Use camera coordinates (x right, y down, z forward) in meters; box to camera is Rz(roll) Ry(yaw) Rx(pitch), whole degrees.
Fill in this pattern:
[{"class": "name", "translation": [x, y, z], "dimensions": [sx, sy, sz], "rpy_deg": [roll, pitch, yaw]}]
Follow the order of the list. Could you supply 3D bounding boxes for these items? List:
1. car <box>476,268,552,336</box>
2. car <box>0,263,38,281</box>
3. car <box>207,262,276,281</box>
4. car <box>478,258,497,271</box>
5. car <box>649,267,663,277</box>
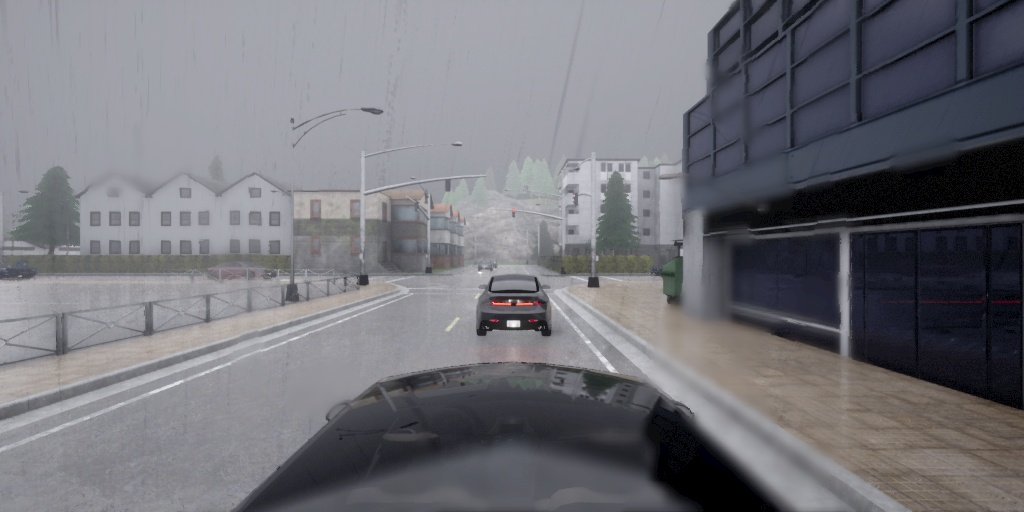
[{"class": "car", "translation": [0.069, 1.255, 10.365], "dimensions": [1.837, 1.490, 4.892], "rpy_deg": [0, 0, 1]}, {"class": "car", "translation": [-38.582, 1.174, 26.638], "dimensions": [4.718, 1.301, 1.895], "rpy_deg": [0, 0, 1]}, {"class": "car", "translation": [-19.885, 1.137, 26.526], "dimensions": [4.181, 1.385, 1.994], "rpy_deg": [0, 0, 0]}, {"class": "car", "translation": [-3.509, 1.241, 48.334], "dimensions": [2.128, 1.511, 4.902], "rpy_deg": [0, 0, 0]}, {"class": "car", "translation": [14.139, 1.174, 30.080], "dimensions": [4.718, 1.301, 1.895], "rpy_deg": [0, 0, 0]}]
